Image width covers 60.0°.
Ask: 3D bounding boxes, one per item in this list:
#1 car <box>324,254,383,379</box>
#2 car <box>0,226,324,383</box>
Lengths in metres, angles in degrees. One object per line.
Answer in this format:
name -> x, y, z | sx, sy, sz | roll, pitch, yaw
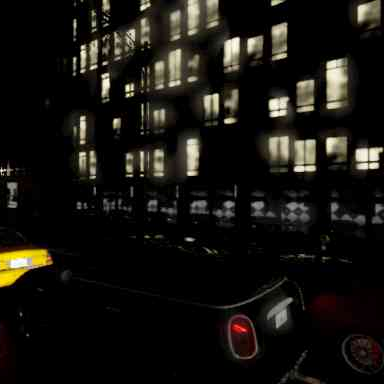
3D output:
car -> 1.628, 1.638, 5.399 | 4.206, 1.307, 1.802 | 0, -1, 36
car -> -0.749, 1.390, 4.871 | 4.553, 1.767, 2.097 | 0, -1, 36
